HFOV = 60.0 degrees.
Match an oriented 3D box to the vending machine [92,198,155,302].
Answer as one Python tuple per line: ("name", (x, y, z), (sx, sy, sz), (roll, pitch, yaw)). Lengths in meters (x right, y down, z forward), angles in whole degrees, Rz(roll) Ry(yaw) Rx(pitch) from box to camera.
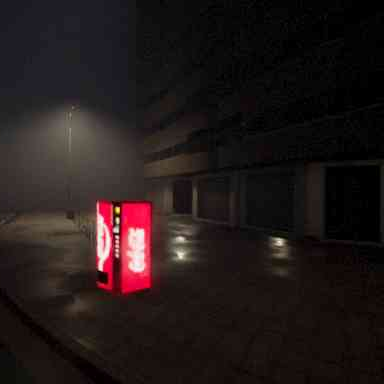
("vending machine", (-1.534, 1.190, 7.475), (1.100, 2.100, 0.880), (0, 0, -41))
